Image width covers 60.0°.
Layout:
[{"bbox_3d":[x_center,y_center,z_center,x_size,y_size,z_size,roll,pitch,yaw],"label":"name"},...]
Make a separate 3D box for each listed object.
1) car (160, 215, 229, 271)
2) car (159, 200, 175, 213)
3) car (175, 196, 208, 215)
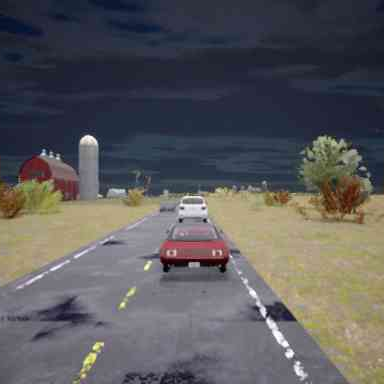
[{"bbox_3d":[0.076,1.659,11.045,1.895,1.301,4.718,0,0,0],"label":"car"},{"bbox_3d":[-2.862,1.725,40.136,1.837,1.490,4.892,0,0,0],"label":"car"},{"bbox_3d":[0.072,1.366,26.832,2.150,2.045,5.566,0,0,0],"label":"car"}]
